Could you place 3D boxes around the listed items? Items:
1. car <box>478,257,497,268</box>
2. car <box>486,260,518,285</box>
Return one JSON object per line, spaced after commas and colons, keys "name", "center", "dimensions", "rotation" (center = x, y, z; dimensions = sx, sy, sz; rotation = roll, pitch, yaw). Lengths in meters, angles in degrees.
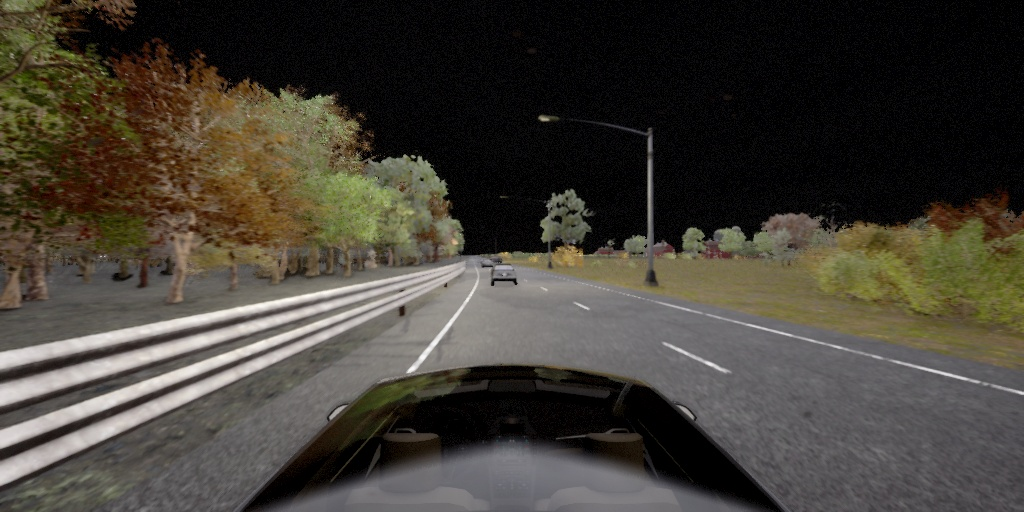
{"name": "car", "center": [-4.142, 1.225, 60.156], "dimensions": [1.994, 1.385, 4.181], "rotation": [0, 0, -7]}
{"name": "car", "center": [-0.648, 1.268, 25.841], "dimensions": [2.033, 1.411, 5.357], "rotation": [0, 0, -4]}
